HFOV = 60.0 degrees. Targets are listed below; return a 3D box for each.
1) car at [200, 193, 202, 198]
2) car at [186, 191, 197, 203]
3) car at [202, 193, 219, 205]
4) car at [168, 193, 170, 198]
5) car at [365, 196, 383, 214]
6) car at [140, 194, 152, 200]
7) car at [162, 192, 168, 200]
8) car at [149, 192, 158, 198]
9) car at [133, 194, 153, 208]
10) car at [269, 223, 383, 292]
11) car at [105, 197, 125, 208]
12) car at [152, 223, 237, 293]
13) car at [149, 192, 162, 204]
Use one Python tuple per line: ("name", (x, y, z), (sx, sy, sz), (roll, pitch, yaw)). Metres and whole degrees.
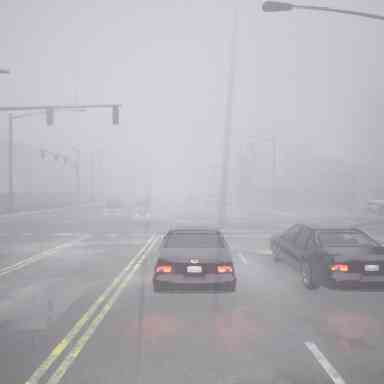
("car", (3.217, 0.871, 93.044), (1.895, 1.301, 4.718), (0, 1, 0))
("car", (-0.089, 1.162, 62.203), (2.097, 1.767, 4.553), (0, 1, 0))
("car", (3.427, 1.089, 57.597), (2.150, 2.045, 5.566), (0, 1, 0))
("car", (-7.275, 0.672, 90.491), (2.097, 1.767, 4.553), (0, 1, 0))
("car", (21.317, 1.222, 35.135), (5.566, 2.045, 2.150), (0, 0, -2))
("car", (-10.735, 1.130, 77.368), (2.033, 1.411, 5.357), (0, 1, 0))
("car", (-7.230, 1.170, 75.805), (1.994, 1.385, 4.181), (0, 1, 0))
("car", (-10.782, 0.762, 92.782), (1.837, 1.490, 4.892), (0, 1, 0))
("car", (-6.953, 1.453, 47.538), (1.837, 1.490, 4.892), (0, 0, -5))
("car", (3.552, 1.547, 9.079), (2.033, 1.411, 5.357), (0, 0, 0))
("car", (-10.740, 1.433, 46.481), (1.882, 1.535, 5.008), (0, 0, 0))
("car", (0.052, 1.547, 8.970), (2.033, 1.411, 5.357), (0, 0, 0))
("car", (-7.251, 1.298, 61.321), (1.882, 1.535, 5.008), (0, 1, 0))
